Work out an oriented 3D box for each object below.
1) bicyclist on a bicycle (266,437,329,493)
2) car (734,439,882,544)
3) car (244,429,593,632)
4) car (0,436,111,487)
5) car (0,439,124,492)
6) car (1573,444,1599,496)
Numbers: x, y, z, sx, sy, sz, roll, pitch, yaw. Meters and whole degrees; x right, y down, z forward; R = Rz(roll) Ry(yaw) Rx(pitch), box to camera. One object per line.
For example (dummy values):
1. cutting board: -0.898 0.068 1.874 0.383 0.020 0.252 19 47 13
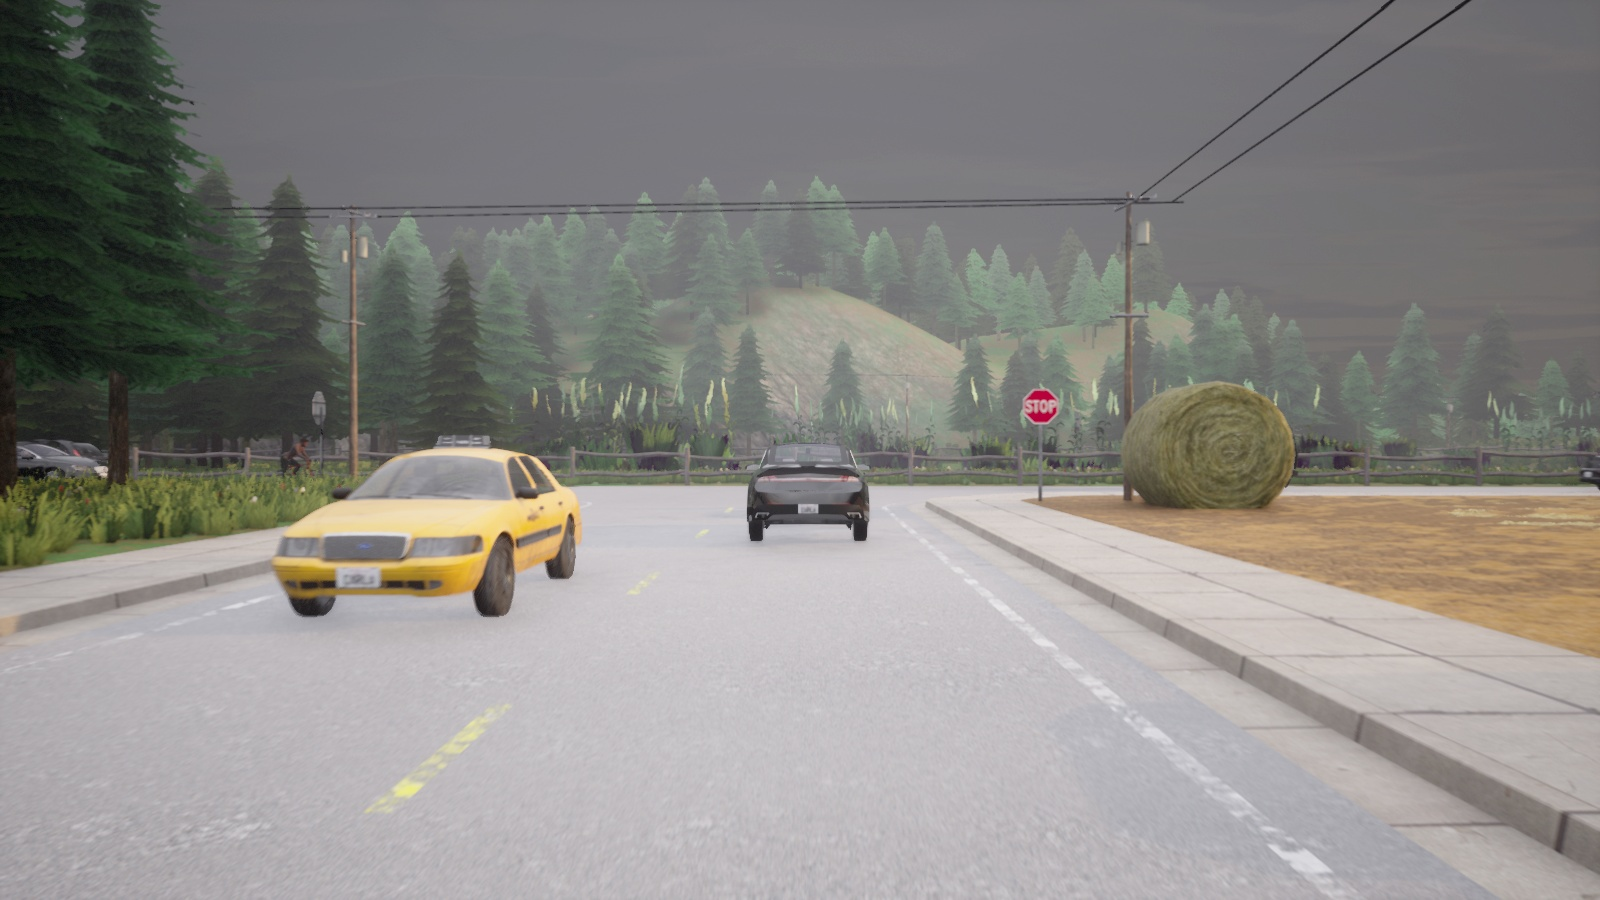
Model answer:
1. bicyclist on a bicycle: -14.842 0.443 37.110 1.656 1.620 0.582 0 0 4
2. car: 0.132 0.587 20.497 2.128 1.511 4.902 0 0 0
3. car: -3.414 0.612 12.454 1.801 1.575 5.366 0 0 0
4. car: -25.051 0.358 41.084 3.988 1.617 1.851 0 0 2
5. car: -23.202 0.436 37.512 4.902 1.511 2.128 0 0 2
6. car: 24.444 0.560 34.951 4.674 1.442 1.812 0 0 3
